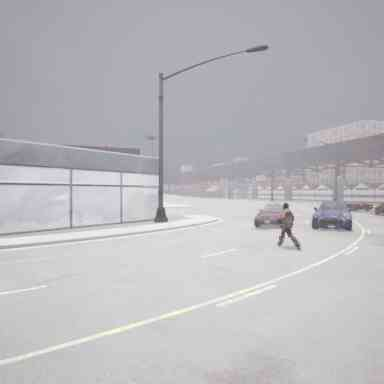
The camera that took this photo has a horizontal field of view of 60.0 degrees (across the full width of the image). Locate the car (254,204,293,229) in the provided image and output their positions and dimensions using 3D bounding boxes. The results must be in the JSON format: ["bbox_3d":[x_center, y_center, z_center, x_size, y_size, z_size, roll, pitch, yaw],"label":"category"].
[{"bbox_3d":[5.530,1.526,22.000,1.812,1.442,4.674,0,0,26],"label":"car"}]

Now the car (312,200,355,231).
[{"bbox_3d":[8.794,1.350,20.703,2.097,1.767,4.553,0,0,26],"label":"car"}]

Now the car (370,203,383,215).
[{"bbox_3d":[18.612,1.526,30.658,1.812,1.442,4.674,0,0,6],"label":"car"}]

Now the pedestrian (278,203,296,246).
[{"bbox_3d":[3.760,1.294,13.172,0.375,1.860,0.375,0,0,38],"label":"pedestrian"}]

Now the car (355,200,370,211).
[{"bbox_3d":[19.242,1.601,39.670,1.895,1.301,4.718,0,0,-9],"label":"car"}]
